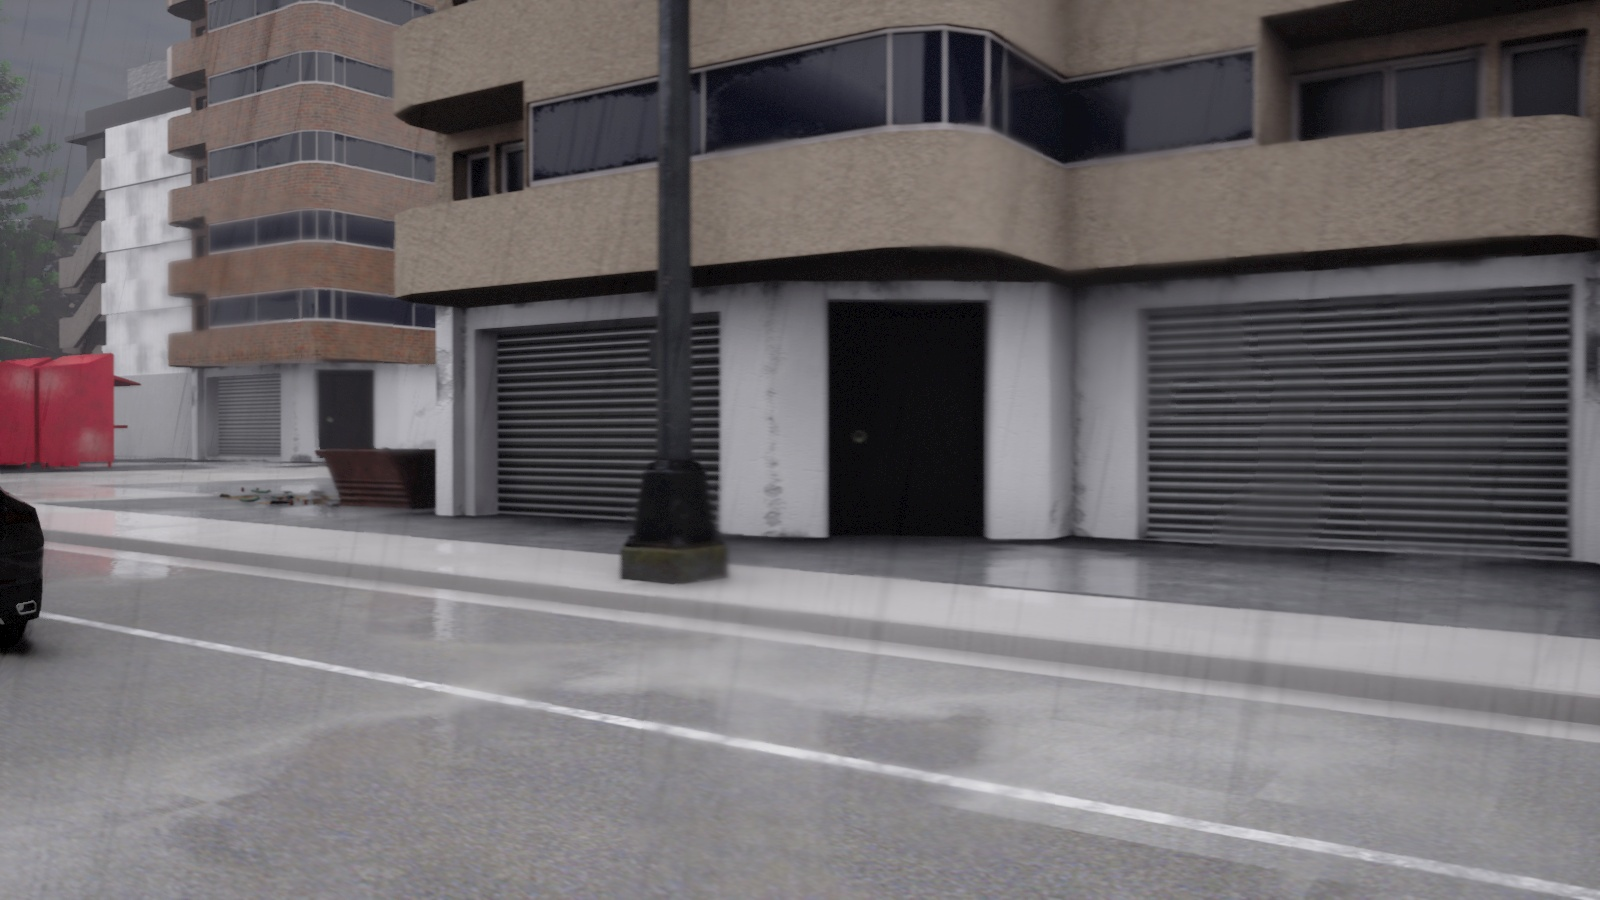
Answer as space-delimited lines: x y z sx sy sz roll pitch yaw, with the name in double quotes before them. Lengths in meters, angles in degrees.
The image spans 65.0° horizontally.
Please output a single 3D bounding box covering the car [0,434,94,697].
"car" -6.801 0.655 8.143 4.892 1.490 1.837 0 1 34
